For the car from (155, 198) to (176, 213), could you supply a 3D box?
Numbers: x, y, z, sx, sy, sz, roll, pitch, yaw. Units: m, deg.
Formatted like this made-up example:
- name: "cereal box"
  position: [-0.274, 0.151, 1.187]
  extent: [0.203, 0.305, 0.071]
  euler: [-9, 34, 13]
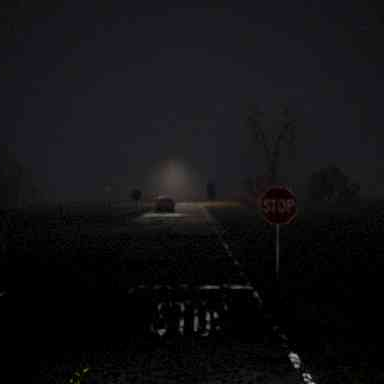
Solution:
- name: "car"
  position: [-2.740, 1.411, 34.917]
  extent: [1.882, 1.535, 5.008]
  euler: [0, 2, 0]
